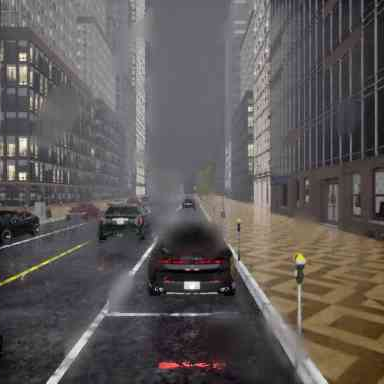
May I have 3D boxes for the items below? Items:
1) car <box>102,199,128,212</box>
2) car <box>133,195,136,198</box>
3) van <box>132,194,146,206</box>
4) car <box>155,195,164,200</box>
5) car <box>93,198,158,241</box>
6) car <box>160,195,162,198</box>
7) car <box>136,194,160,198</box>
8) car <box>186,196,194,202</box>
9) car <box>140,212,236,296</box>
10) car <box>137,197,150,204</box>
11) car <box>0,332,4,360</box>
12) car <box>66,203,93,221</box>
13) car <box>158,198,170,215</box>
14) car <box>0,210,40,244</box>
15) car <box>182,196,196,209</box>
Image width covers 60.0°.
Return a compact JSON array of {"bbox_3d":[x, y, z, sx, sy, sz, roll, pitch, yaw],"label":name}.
[{"bbox_3d":[-8.833,1.537,38.569,2.008,1.369,4.403,0,0,0],"label":"car"},{"bbox_3d":[-8.832,1.523,49.953,1.887,1.381,4.507,0,0,0],"label":"car"},{"bbox_3d":[-8.832,1.315,55.646,1.690,1.788,3.998,0,0,0],"label":"van"},{"bbox_3d":[-8.832,1.504,89.799,1.947,1.339,4.313,0,0,0],"label":"car"},{"bbox_3d":[-3.123,1.348,16.699,2.097,1.767,4.553,0,0,0],"label":"car"},{"bbox_3d":[-8.832,1.391,78.413,1.967,1.590,4.097,0,0,0],"label":"car"},{"bbox_3d":[-6.170,1.331,46.912,2.097,1.767,4.553,0,0,1],"label":"car"},{"bbox_3d":[-0.452,1.533,78.399,1.802,1.307,4.206,0,0,0],"label":"car"},{"bbox_3d":[0.000,1.503,8.649,1.837,1.490,4.892,0,0,0],"label":"car"},{"bbox_3d":[-8.832,1.550,61.338,1.802,1.307,4.206,0,0,0],"label":"car"},{"bbox_3d":[-3.145,1.525,1.998,1.812,1.442,4.674,0,0,0],"label":"car"},{"bbox_3d":[-8.832,1.575,27.183,1.802,1.307,4.206,0,0,0],"label":"car"},{"bbox_3d":[-3.135,1.538,30.802,2.033,1.411,5.357,0,0,0],"label":"car"},{"bbox_3d":[-8.833,1.563,15.800,1.947,1.339,4.313,0,0,0],"label":"car"},{"bbox_3d":[-0.452,1.548,44.248,1.947,1.339,4.313,0,0,0],"label":"car"}]
